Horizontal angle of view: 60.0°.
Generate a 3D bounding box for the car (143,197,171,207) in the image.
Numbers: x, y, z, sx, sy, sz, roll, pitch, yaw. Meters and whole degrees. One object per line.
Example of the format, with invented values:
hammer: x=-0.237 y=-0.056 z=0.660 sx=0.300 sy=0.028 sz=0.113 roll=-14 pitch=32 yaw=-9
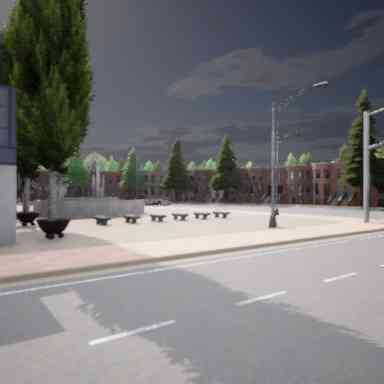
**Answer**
car: x=-5.448 y=1.535 z=51.224 sx=4.902 sy=1.511 sz=2.128 roll=0 pitch=0 yaw=28
